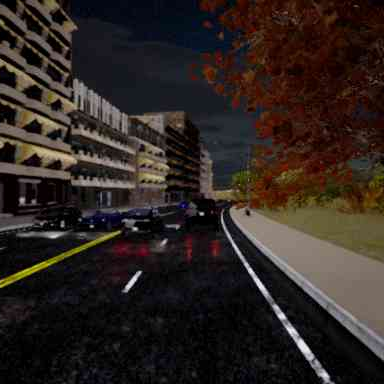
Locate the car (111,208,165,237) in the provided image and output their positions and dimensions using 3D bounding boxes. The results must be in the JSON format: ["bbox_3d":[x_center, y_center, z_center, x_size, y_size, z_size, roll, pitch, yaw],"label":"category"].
[{"bbox_3d":[-2.731,1.666,19.112,2.128,1.511,4.902,0,0,3],"label":"car"}]

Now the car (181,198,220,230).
[{"bbox_3d":[0.737,1.446,22.944,2.150,2.045,5.566,0,0,3],"label":"car"}]

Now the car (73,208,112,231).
[{"bbox_3d":[-5.947,1.799,22.335,1.895,1.301,4.718,0,-1,4],"label":"car"}]

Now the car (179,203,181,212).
[{"bbox_3d":[-0.626,1.945,45.825,1.882,1.535,5.008,0,-1,6],"label":"car"}]

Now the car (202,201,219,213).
[{"bbox_3d":[2.588,1.964,45.306,2.128,1.511,4.902,0,-1,6],"label":"car"}]

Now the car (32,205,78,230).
[{"bbox_3d":[-9.160,1.697,23.029,1.837,1.490,4.892,0,1,4],"label":"car"}]
